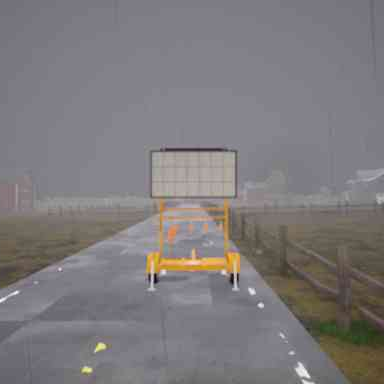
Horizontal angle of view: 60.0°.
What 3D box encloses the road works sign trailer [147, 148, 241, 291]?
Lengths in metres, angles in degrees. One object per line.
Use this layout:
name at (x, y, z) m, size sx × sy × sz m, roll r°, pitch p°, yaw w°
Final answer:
road works sign trailer at (0.045, 0.573, 9.335) m, size 2.380 × 3.560 × 2.880 m, roll 0°, pitch -1°, yaw 0°
